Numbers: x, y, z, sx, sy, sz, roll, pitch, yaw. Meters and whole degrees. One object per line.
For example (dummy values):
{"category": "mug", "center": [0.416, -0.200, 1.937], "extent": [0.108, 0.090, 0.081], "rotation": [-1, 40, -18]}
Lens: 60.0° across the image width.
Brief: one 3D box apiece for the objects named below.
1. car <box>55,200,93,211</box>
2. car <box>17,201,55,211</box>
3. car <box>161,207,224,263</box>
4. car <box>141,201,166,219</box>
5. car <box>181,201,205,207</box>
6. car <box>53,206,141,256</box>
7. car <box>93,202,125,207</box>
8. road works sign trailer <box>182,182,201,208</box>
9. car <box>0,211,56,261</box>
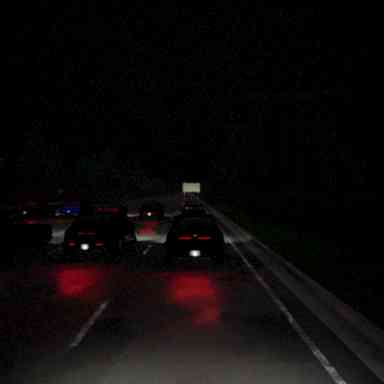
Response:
{"category": "car", "center": [-10.420, 1.485, 30.499], "extent": [1.882, 1.535, 5.008], "rotation": [0, 0, 0]}
{"category": "car", "center": [-13.928, 1.533, 29.959], "extent": [1.812, 1.442, 4.674], "rotation": [0, 0, 0]}
{"category": "car", "center": [0.093, 1.509, 12.036], "extent": [1.837, 1.490, 4.892], "rotation": [0, 0, 0]}
{"category": "car", "center": [-3.416, 1.512, 28.998], "extent": [1.837, 1.490, 4.892], "rotation": [0, 0, 0]}
{"category": "car", "center": [0.084, 1.498, 28.939], "extent": [2.128, 1.511, 4.902], "rotation": [0, 0, 0]}
{"category": "car", "center": [-3.405, 1.507, 13.014], "extent": [1.837, 1.490, 4.892], "rotation": [0, 0, 0]}
{"category": "car", "center": [-6.917, 1.571, 29.405], "extent": [1.994, 1.385, 4.181], "rotation": [0, 0, 0]}
{"category": "road works sign trailer", "center": [-0.075, 0.475, 42.674], "extent": [2.380, 3.560, 2.880], "rotation": [0, 0, 0]}
{"category": "car", "center": [-6.905, 1.604, 12.223], "extent": [1.895, 1.301, 4.718], "rotation": [0, 0, 0]}
